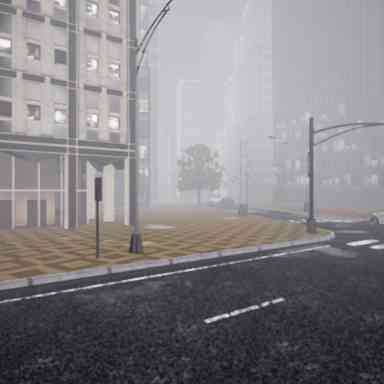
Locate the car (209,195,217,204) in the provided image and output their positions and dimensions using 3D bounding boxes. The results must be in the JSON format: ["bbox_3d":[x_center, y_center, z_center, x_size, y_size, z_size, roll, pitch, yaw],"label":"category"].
[{"bbox_3d":[5.237,1.579,73.800,2.150,2.045,5.566,0,0,-8],"label":"car"}]

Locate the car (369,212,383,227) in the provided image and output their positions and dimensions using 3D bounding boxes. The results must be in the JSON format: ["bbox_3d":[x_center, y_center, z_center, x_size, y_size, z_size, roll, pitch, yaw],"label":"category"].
[{"bbox_3d":[13.380,1.579,20.843,1.812,1.442,4.674,0,0,-16],"label":"car"}]

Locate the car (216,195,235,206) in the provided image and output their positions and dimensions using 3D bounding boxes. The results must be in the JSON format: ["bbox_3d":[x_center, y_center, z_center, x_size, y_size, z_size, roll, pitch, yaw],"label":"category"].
[{"bbox_3d":[6.652,1.727,63.687,2.097,1.767,4.553,0,0,-7],"label":"car"}]
